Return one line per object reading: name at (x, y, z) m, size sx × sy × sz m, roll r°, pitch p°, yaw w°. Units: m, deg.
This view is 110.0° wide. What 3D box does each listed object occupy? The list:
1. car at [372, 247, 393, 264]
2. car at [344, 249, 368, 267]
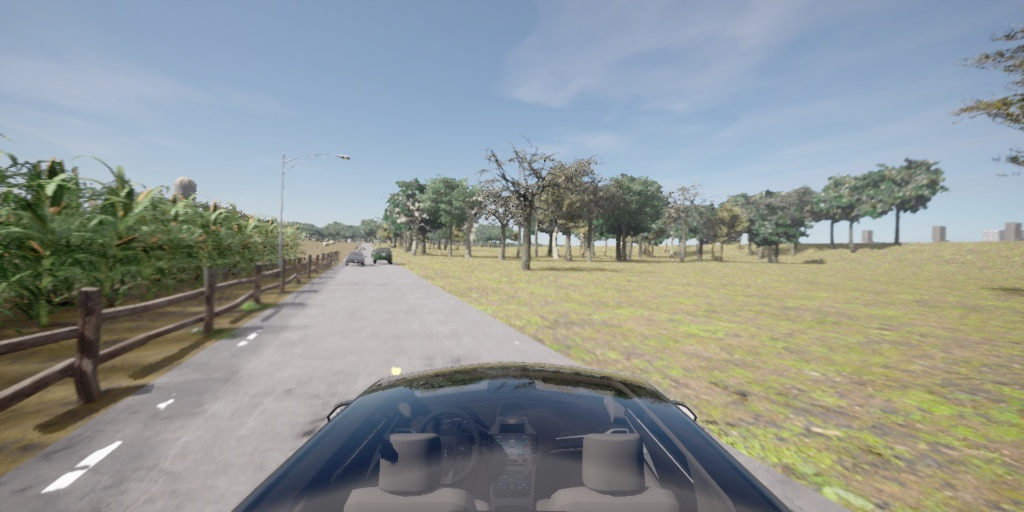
car at (-16.447, -0.082, 45.616) m, size 2.150 × 2.045 × 5.566 m, roll 2°, pitch 1°, yaw -22°
car at (-16.399, 0.282, 37.702) m, size 1.837 × 1.490 × 4.892 m, roll 2°, pitch 1°, yaw -22°
